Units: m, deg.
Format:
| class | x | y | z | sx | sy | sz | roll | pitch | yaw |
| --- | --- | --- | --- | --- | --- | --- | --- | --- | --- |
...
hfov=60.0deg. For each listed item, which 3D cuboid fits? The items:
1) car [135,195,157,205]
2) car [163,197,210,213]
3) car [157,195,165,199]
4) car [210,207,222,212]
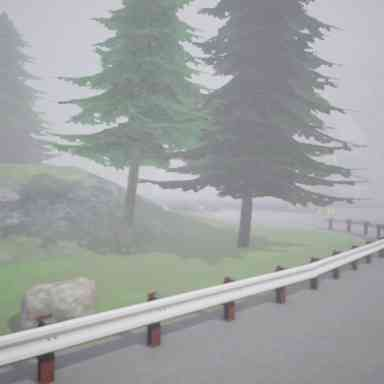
| class | x | y | z | sx | sy | sz | roll | pitch | yaw |
| --- | --- | --- | --- | --- | --- | --- | --- | --- | --- |
| car | -11.358 | 1.353 | 75.938 | 5.566 | 2.045 | 2.150 | 1 | 0 | 39 |
| car | -0.702 | 1.729 | 40.123 | 4.902 | 1.511 | 2.128 | 1 | 0 | 39 |
| car | -9.427 | 1.517 | 78.876 | 4.553 | 1.767 | 2.097 | 1 | 0 | 39 |
| car | 1.581 | 1.778 | 42.777 | 4.892 | 1.490 | 1.837 | 1 | 0 | 39 |
